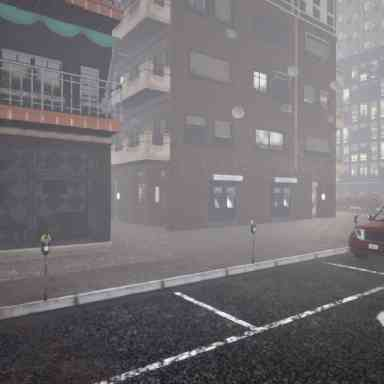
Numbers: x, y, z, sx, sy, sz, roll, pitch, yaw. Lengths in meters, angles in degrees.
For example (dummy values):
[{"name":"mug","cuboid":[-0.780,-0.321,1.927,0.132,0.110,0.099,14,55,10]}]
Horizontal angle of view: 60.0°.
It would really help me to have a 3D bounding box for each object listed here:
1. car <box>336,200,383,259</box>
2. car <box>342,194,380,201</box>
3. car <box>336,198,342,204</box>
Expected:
[{"name":"car","cuboid":[7.472,1.318,11.407,5.009,1.841,2.192,0,0,-35]},{"name":"car","cuboid":[19.319,1.112,38.940,2.192,1.841,5.009,1,0,-36]},{"name":"car","cuboid":[12.706,1.333,34.186,1.802,1.307,4.206,1,0,-36]}]
